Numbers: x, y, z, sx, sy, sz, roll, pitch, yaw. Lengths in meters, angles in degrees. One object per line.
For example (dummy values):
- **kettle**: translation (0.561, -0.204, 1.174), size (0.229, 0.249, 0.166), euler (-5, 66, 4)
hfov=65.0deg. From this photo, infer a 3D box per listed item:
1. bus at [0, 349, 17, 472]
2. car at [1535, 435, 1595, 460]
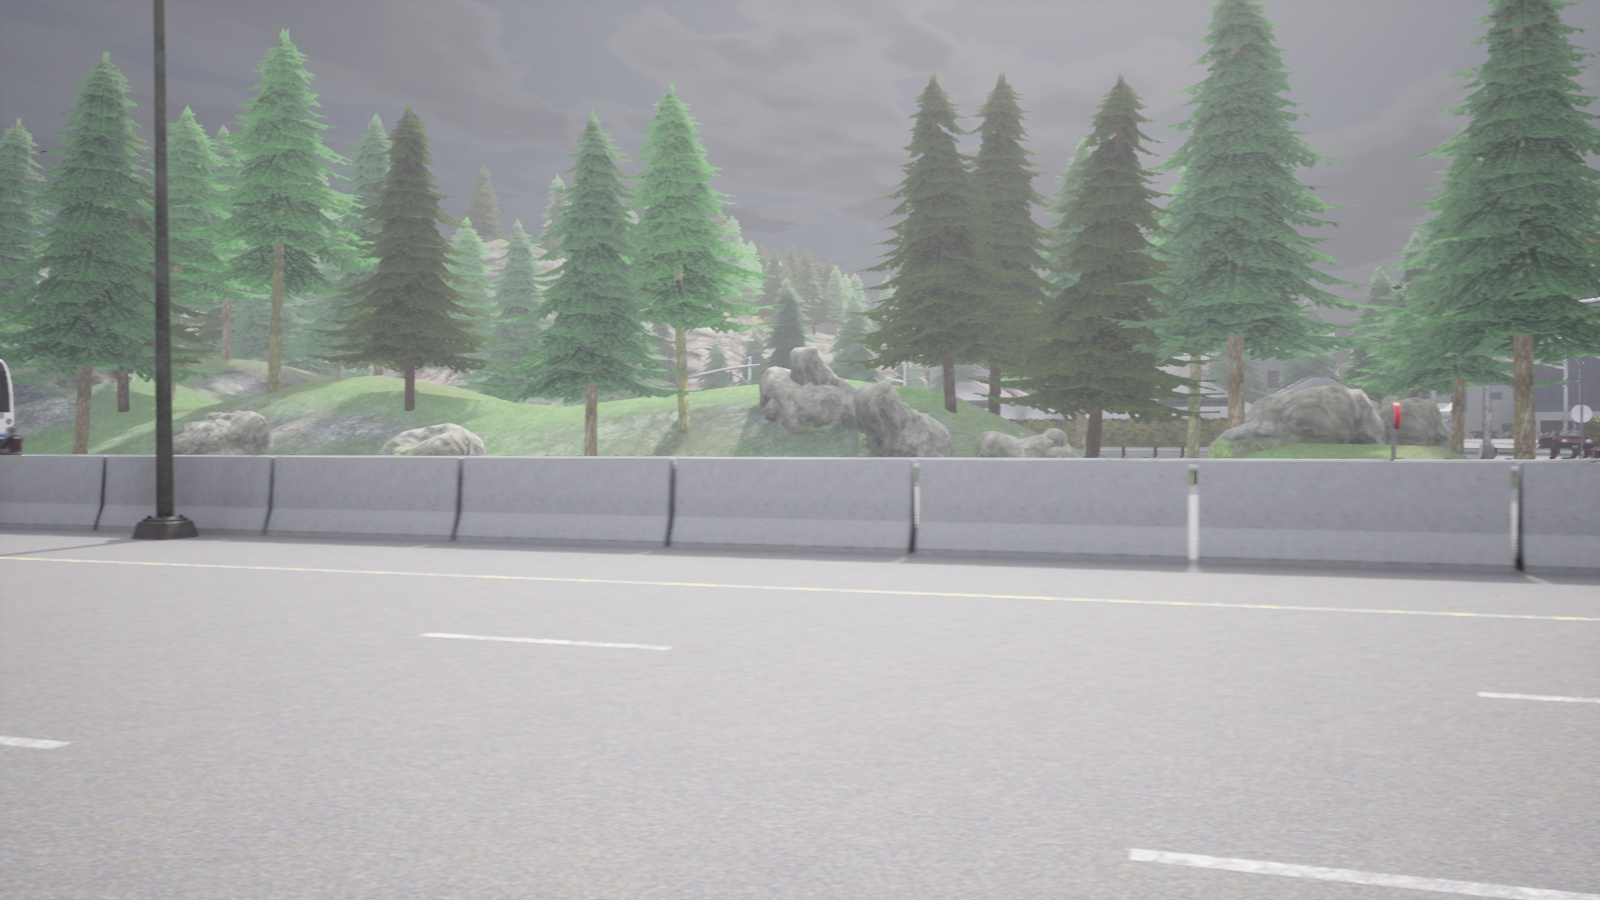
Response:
- **bus**: translation (-32.958, -1.375, 43.803), size (10.273, 4.253, 3.944), euler (1, 1, 19)
- **car**: translation (43.771, -0.172, 71.938), size (1.895, 1.301, 4.718), euler (2, 1, 18)
